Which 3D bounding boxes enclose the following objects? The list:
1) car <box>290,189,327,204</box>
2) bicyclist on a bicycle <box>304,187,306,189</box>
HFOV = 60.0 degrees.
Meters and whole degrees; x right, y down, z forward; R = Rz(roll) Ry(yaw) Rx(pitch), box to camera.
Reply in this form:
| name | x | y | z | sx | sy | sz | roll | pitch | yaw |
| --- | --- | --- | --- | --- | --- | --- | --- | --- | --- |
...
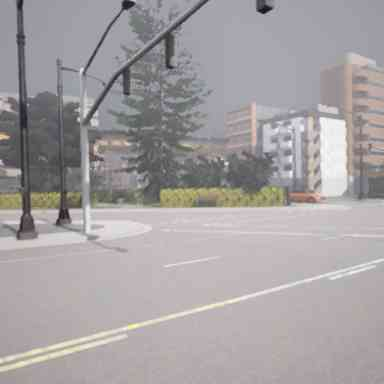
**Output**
| name | x | y | z | sx | sy | sz | roll | pitch | yaw |
| --- | --- | --- | --- | --- | --- | --- | --- | --- | --- |
| car | 13.317 | 0.434 | 38.609 | 2.097 | 1.767 | 4.553 | -2 | 1 | -33 |
| bicyclist on a bicycle | 16.278 | 0.134 | 47.667 | 1.656 | 1.620 | 0.582 | -2 | 1 | -34 |
